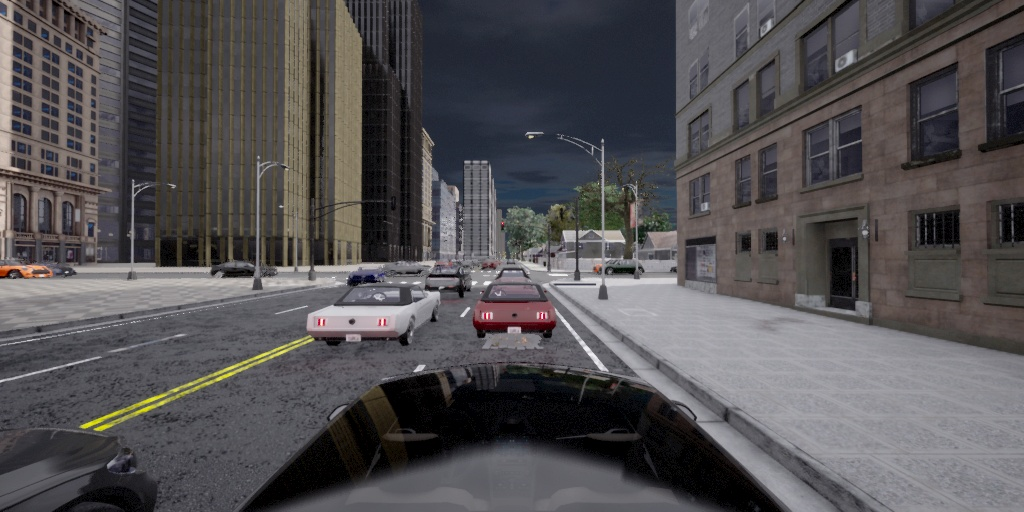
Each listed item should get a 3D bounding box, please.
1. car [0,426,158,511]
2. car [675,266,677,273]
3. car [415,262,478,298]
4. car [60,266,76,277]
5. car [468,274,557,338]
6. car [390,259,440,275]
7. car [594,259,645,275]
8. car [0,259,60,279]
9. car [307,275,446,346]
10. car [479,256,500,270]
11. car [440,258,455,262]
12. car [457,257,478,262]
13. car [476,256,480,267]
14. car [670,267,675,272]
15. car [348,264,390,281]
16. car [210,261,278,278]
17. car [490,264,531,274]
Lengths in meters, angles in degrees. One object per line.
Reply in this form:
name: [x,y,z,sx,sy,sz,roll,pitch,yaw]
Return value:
car: [-3.142,1.275,0.256,1.812,1.442,4.674,0,0,0]
car: [20.462,1.263,37.889,4.902,1.511,2.128,0,-1,0]
car: [-3.198,1.243,18.652,2.128,1.511,4.902,0,0,0]
car: [-42.752,1.300,32.627,4.181,1.385,1.994,0,-1,-6]
car: [0.058,1.350,10.118,1.895,1.301,4.718,0,0,0]
car: [-9.871,1.244,34.547,4.902,1.511,2.128,0,0,0]
car: [11.505,1.123,37.922,4.553,1.767,2.097,0,-1,0]
car: [-41.216,1.056,29.521,4.553,1.767,2.097,0,-1,-6]
car: [-3.176,1.352,9.398,1.895,1.301,4.718,0,0,0]
car: [-3.319,1.104,54.420,2.097,1.767,4.553,0,0,0]
car: [-9.987,1.104,52.560,2.097,1.767,4.553,0,0,0]
car: [-6.738,1.257,54.386,1.837,1.490,4.892,0,0,0]
car: [-6.739,1.257,64.525,1.837,1.490,4.892,0,0,0]
car: [21.099,1.352,41.137,5.357,1.411,2.033,0,-1,0]
car: [-9.790,1.352,24.594,1.895,1.301,4.718,0,0,-13]
car: [-22.979,1.184,30.906,5.008,1.535,1.882,0,-1,-3]
car: [0.049,1.315,18.875,1.994,1.385,4.181,0,0,0]
